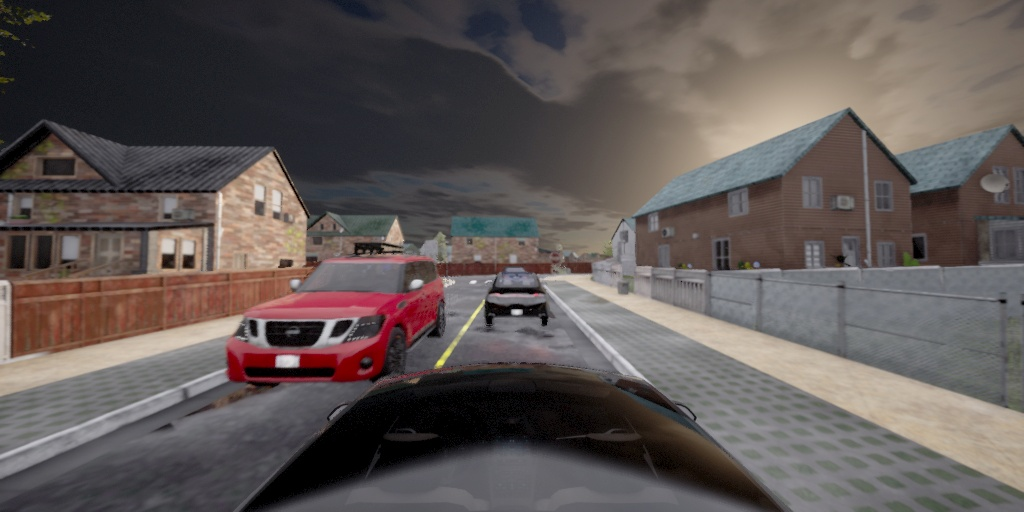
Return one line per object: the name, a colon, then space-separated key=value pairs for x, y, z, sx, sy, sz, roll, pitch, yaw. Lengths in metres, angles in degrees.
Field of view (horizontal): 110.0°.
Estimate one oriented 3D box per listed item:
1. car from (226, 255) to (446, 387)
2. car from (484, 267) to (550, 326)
car: x=-2.810 y=0.989 z=7.299 sx=2.150 sy=2.045 sz=5.566 roll=0 pitch=0 yaw=1
car: x=0.157 y=1.277 z=11.809 sx=2.128 sy=1.511 sz=4.902 roll=0 pitch=0 yaw=1
